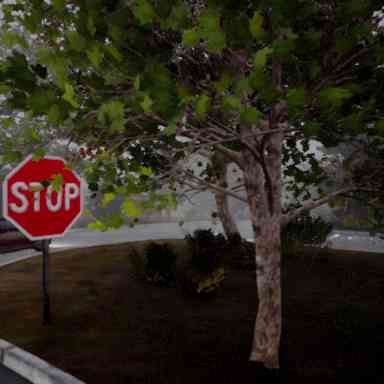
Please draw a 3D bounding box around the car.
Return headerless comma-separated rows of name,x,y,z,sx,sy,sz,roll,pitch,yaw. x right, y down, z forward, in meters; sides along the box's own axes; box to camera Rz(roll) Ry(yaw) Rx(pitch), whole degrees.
car,-7.365,1.669,12.656,1.994,1.385,4.181,0,-2,16
